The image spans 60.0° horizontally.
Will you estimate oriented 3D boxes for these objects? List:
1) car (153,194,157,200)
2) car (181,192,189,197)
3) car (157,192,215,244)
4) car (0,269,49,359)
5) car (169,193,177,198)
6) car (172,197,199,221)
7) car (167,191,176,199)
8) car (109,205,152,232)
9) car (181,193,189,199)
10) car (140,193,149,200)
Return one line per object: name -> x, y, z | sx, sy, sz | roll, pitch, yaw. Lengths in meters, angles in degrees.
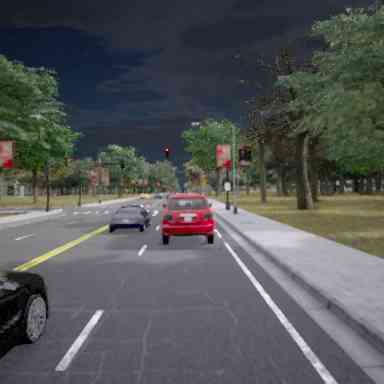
car -> -8.226, 1.107, 80.266 | 1.895, 1.301, 4.718 | -1, 0, -1
car -> -2.025, 0.702, 93.728 | 2.128, 1.511, 4.902 | -1, 0, -1
car -> -0.206, 1.094, 15.385 | 2.150, 2.045, 5.566 | -1, 1, -1
car -> -3.189, 1.523, 3.462 | 2.128, 1.511, 4.902 | -1, 1, -1
car -> -5.273, 0.836, 93.688 | 1.895, 1.301, 4.718 | -1, 0, -1
car -> -0.540, 1.264, 26.232 | 1.882, 1.535, 5.008 | -1, 0, -1
car -> -5.026, 0.792, 82.381 | 2.097, 1.767, 4.553 | -1, 0, -1
car -> -3.542, 1.465, 19.566 | 1.994, 1.385, 4.181 | -1, 0, -1
car -> -1.766, 0.915, 82.067 | 2.033, 1.411, 5.357 | -1, 0, -1
car -> -11.477, 1.054, 80.224 | 1.882, 1.535, 5.008 | -1, 0, -1
